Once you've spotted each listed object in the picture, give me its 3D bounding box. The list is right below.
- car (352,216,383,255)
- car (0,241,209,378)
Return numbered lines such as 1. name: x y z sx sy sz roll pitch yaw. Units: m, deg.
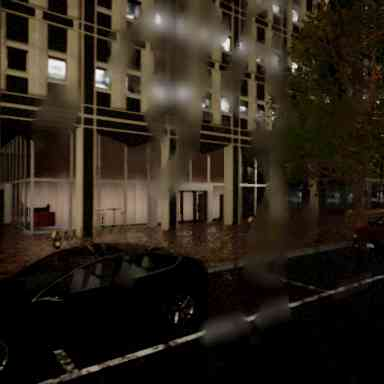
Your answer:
1. car: 7.524 1.448 11.911 4.507 1.381 1.887 -1 1 -35
2. car: -1.686 1.554 5.343 4.313 1.339 1.947 -1 1 -35
